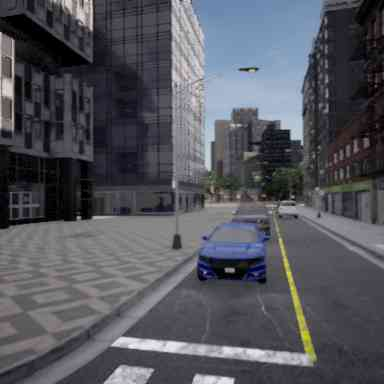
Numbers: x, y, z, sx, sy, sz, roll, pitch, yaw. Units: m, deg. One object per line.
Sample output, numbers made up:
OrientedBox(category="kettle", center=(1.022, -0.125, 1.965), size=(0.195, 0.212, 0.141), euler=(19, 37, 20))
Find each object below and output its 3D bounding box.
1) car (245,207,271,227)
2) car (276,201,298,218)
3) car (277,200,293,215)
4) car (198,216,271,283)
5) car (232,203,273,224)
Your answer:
OrientedBox(category="car", center=(6.087, 2.211, 30.406), size=(2.128, 1.511, 4.902), euler=(-1, -1, 13))
OrientedBox(category="car", center=(11.853, 2.146, 41.079), size=(2.150, 2.045, 5.566), euler=(-1, -1, 14))
OrientedBox(category="car", center=(14.244, 2.336, 51.267), size=(2.150, 2.045, 5.566), euler=(-1, -1, 13))
OrientedBox(category="car", center=(1.475, 1.754, 10.811), size=(1.882, 1.535, 5.008), euler=(-1, -1, 12))
OrientedBox(category="car", center=(3.742, 1.720, 20.460), size=(2.150, 2.045, 5.566), euler=(-1, -1, 13))
